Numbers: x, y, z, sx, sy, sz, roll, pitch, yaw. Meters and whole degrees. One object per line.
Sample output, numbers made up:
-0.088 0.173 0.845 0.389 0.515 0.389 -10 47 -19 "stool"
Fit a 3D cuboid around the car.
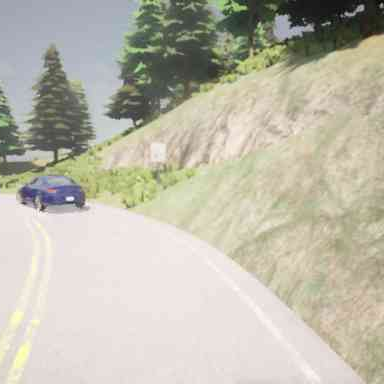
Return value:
-6.360 -0.036 14.927 1.812 1.442 4.674 -4 6 -41 "car"
